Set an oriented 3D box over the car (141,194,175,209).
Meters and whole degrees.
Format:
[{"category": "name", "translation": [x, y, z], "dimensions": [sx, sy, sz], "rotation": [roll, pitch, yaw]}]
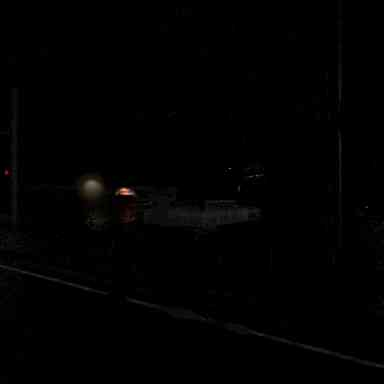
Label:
[{"category": "car", "translation": [-4.653, 1.263, 46.670], "dimensions": [2.150, 2.045, 5.566], "rotation": [0, 0, 36]}]
